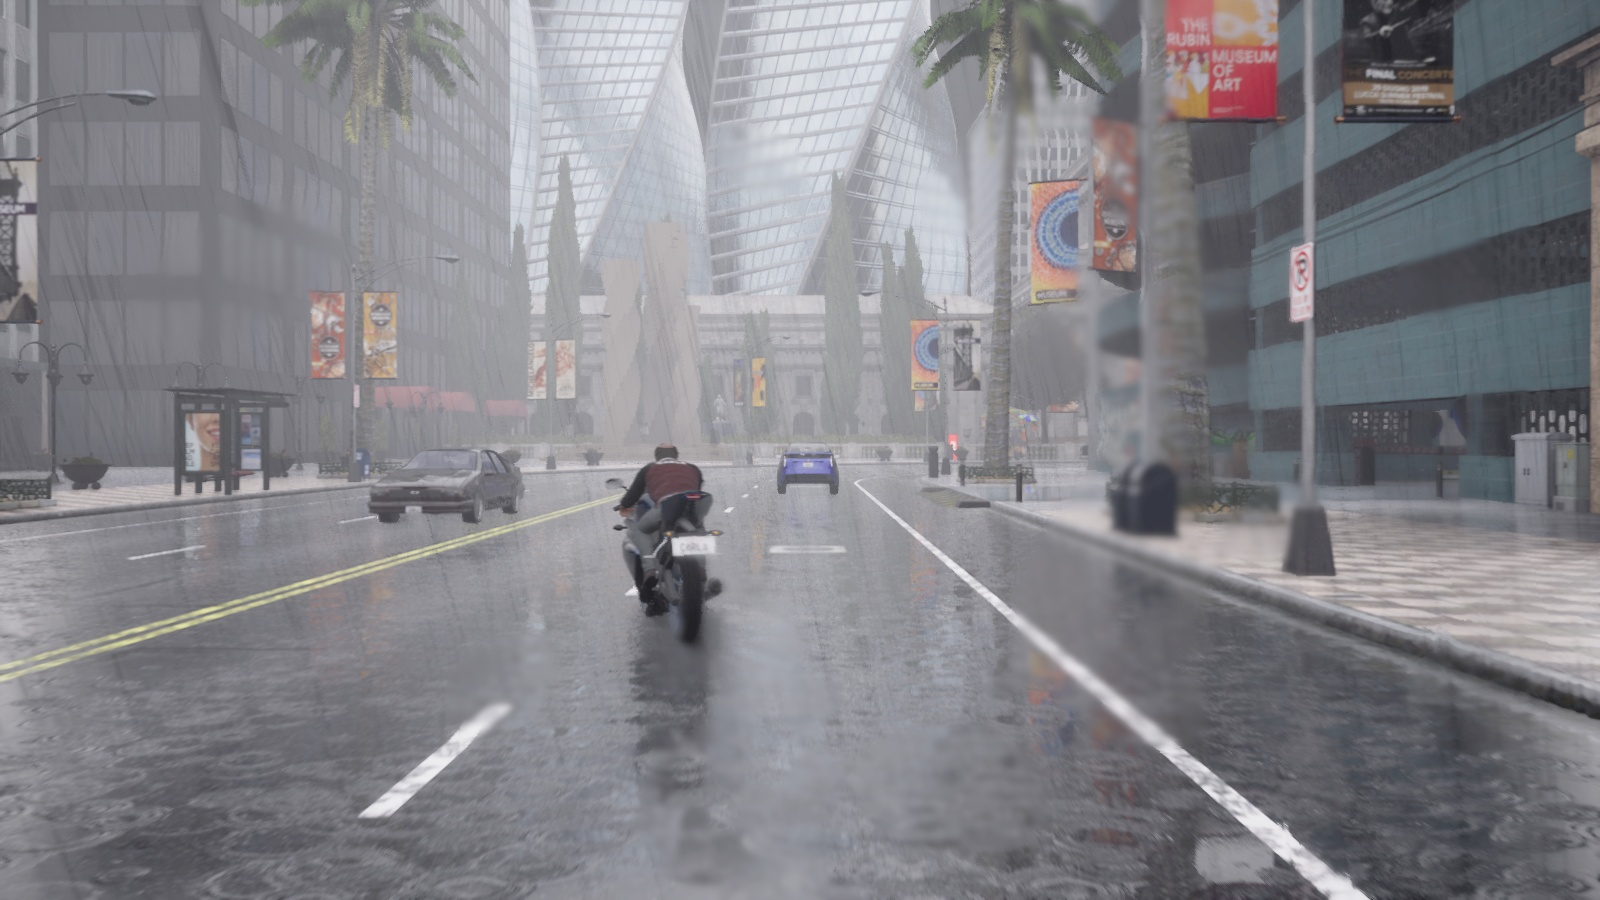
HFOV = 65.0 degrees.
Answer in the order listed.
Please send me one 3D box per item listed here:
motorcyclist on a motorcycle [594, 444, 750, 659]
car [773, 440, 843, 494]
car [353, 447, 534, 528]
[{"bbox_3d":[-1.091,0.722,10.163,0.866,1.530,2.191,0,0,-16],"label":"motorcyclist on a motorcycle"},{"bbox_3d":[0.236,0.473,38.297,2.007,1.525,4.514,0,0,0],"label":"car"},{"bbox_3d":[-6.844,0.646,24.793,2.033,1.411,5.357,0,0,0],"label":"car"}]
